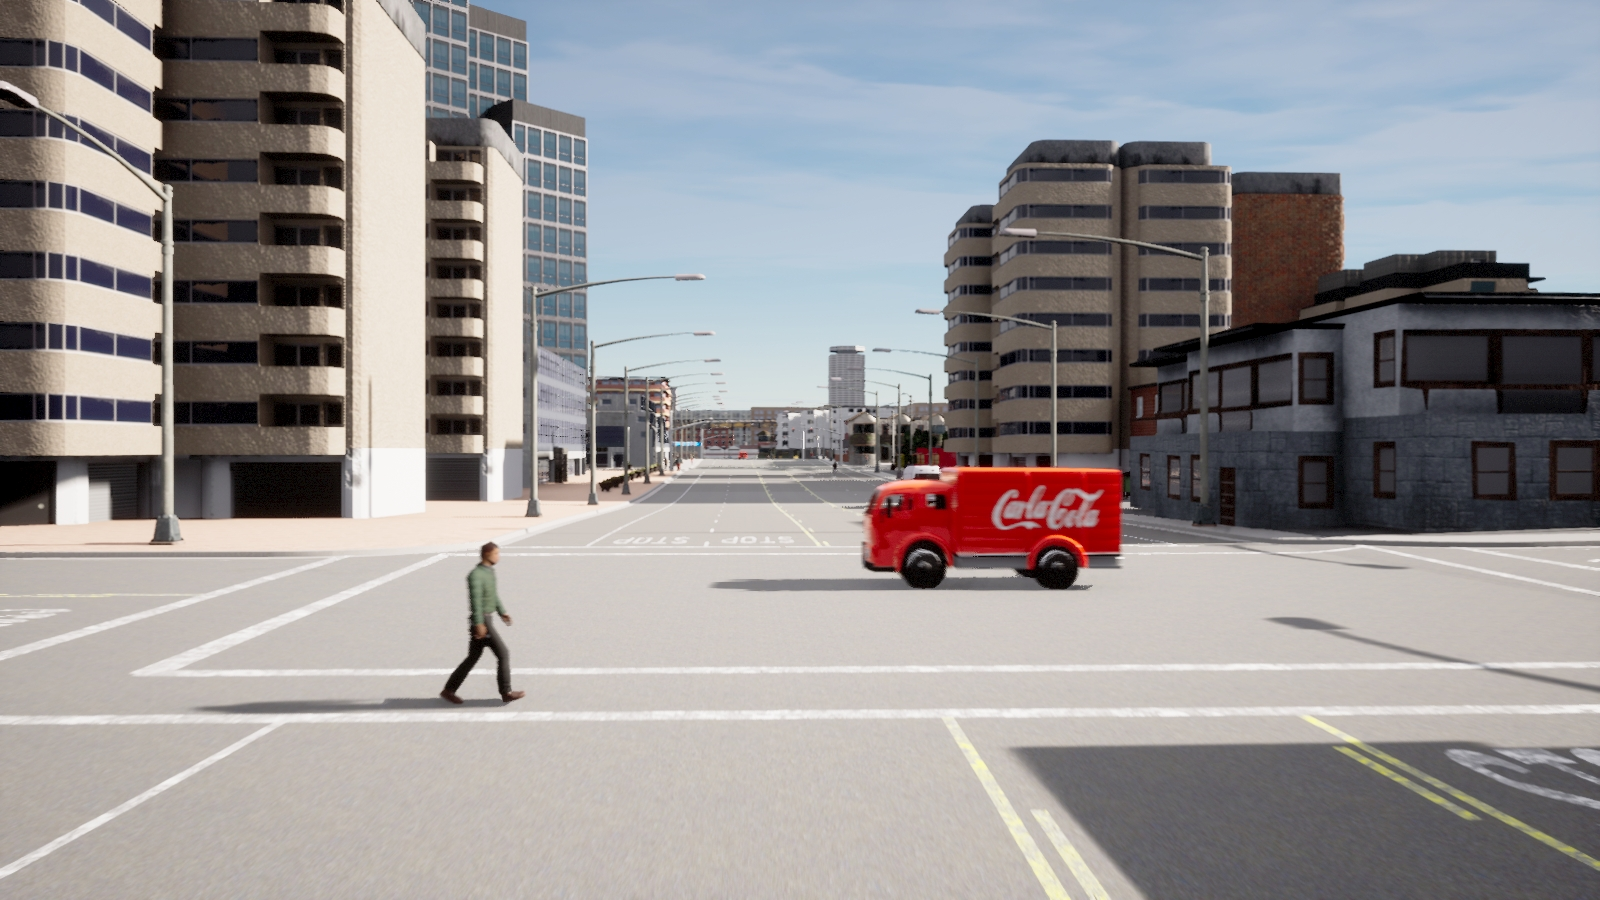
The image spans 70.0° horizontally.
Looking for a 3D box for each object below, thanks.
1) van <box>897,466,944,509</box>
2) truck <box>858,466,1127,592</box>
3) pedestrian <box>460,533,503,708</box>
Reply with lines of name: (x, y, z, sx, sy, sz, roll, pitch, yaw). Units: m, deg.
van: (7.480, 2.275, 71.238, 1.988, 2.561, 5.915, 0, -1, -3)
truck: (3.944, 1.600, 24.222, 5.204, 2.467, 2.627, 0, 0, -2)
pedestrian: (-3.481, 1.852, 12.518, 0.375, 1.860, 0.375, 0, 0, -2)
